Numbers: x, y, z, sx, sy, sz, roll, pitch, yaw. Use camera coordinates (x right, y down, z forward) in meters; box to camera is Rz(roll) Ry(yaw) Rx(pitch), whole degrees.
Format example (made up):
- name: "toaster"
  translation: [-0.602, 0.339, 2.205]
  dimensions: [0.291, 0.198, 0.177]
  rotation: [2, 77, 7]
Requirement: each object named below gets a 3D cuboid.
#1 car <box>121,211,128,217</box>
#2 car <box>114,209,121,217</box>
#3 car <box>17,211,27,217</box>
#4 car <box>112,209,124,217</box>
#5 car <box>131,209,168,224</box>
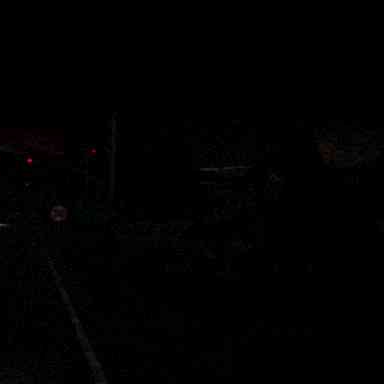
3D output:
- name: "car"
  translation: [-15.525, 5.364, 79.586]
  dimensions: [1.970, 1.475, 3.806]
  rotation: [2, -3, -27]
- name: "car"
  translation: [-18.770, 5.004, 78.663]
  dimensions: [1.905, 1.878, 3.866]
  rotation: [2, -3, -27]
- name: "car"
  translation: [-36.779, 4.768, 71.927]
  dimensions: [1.994, 1.385, 4.181]
  rotation: [2, -3, -26]
- name: "car"
  translation: [-19.349, 5.456, 87.159]
  dimensions: [1.932, 1.855, 4.605]
  rotation: [2, -3, -27]
- name: "car"
  translation: [-5.402, 3.422, 41.036]
  dimensions: [3.866, 1.878, 1.905]
  rotation: [2, -3, -27]
